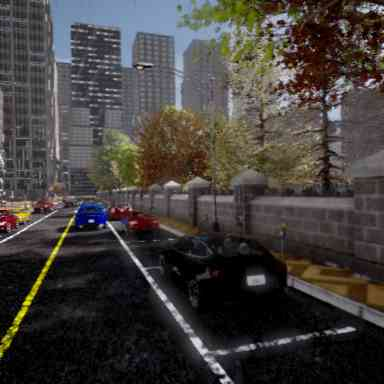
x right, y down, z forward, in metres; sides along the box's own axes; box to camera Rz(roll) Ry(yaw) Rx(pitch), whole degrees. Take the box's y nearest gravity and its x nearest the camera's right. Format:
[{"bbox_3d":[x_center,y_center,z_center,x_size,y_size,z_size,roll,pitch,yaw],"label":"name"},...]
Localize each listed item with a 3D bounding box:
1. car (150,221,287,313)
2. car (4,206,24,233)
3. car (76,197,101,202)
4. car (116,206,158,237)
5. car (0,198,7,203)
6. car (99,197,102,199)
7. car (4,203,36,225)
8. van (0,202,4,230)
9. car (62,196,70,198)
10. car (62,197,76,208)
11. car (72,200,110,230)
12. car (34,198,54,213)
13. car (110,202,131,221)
[{"bbox_3d":[0.465,1.546,7.632,1.947,1.339,4.313,-1,0,-18],"label":"car"},{"bbox_3d":[-12.233,1.834,21.160,1.802,1.307,4.206,-1,0,-18],"label":"car"},{"bbox_3d":[-11.774,1.708,37.998,2.128,1.511,4.902,-1,0,-17],"label":"car"},{"bbox_3d":[-2.885,1.624,18.214,1.802,1.307,4.206,-1,0,-18],"label":"car"},{"bbox_3d":[-39.338,2.046,66.481,4.097,1.590,1.967,-1,-1,-16],"label":"car"},{"bbox_3d":[-24.406,1.971,86.183,2.008,1.369,4.403,-1,0,-18],"label":"car"},{"bbox_3d":[-13.856,1.807,26.280,1.752,1.417,4.829,-1,0,-18],"label":"car"},{"bbox_3d":[-10.566,1.563,15.878,1.690,1.788,3.998,-1,0,-18],"label":"van"},{"bbox_3d":[-33.599,1.939,89.098,2.192,1.841,5.009,-1,0,-18],"label":"car"},{"bbox_3d":[-20.226,1.946,55.384,1.994,1.385,4.181,-1,0,-17],"label":"car"},{"bbox_3d":[-6.789,1.603,22.315,1.882,1.535,5.008,-1,0,-18],"label":"car"},{"bbox_3d":[-18.791,1.684,42.332,2.192,1.841,5.009,-1,0,-18],"label":"car"},{"bbox_3d":[-6.239,1.543,28.795,1.967,1.590,4.097,-1,0,-18],"label":"car"}]
